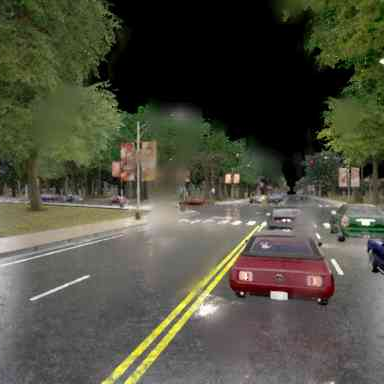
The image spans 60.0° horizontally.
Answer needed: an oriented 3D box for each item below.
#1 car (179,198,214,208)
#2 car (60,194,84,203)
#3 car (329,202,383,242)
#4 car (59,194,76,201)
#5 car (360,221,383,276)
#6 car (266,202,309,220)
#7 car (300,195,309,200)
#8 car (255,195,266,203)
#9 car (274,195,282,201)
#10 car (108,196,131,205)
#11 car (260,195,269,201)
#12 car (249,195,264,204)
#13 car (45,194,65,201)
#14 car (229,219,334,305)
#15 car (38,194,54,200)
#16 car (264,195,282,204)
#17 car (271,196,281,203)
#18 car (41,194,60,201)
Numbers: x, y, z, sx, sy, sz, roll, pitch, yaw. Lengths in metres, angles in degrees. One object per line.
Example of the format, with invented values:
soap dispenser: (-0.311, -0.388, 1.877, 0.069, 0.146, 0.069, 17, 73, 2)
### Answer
car: (0.710, 1.531, 47.391, 4.718, 1.301, 1.895, 0, 0, 14)
car: (-22.879, 1.279, 64.496, 4.902, 1.511, 2.128, 0, 0, 40)
car: (8.010, 1.349, 16.197, 2.097, 1.767, 4.553, 0, 0, 17)
car: (-29.463, 1.250, 78.504, 4.674, 1.442, 1.812, 0, 0, 40)
car: (5.432, 1.599, 7.585, 1.895, 1.301, 4.718, 0, 0, 16)
car: (4.872, 1.502, 17.057, 1.837, 1.490, 4.892, 0, 0, 17)
car: (30.400, 1.504, 89.918, 1.837, 1.490, 4.892, 0, 0, 17)
car: (15.073, 1.474, 73.094, 1.882, 1.535, 5.008, 0, 0, 17)
car: (21.292, 1.474, 82.341, 1.882, 1.535, 5.008, 0, 0, 17)
car: (-12.089, 1.381, 55.357, 4.674, 1.442, 1.812, 1, 0, 40)
car: (18.069, 1.521, 82.912, 1.812, 1.442, 4.674, 0, 0, 17)
car: (12.151, 1.543, 63.643, 2.033, 1.411, 5.357, 0, 0, 18)
car: (-31.320, 1.253, 75.820, 4.902, 1.511, 2.128, 0, 0, 40)
car: (2.222, 1.599, 8.185, 1.895, 1.301, 4.718, 0, 0, 17)
car: (-37.337, 1.214, 85.099, 4.674, 1.442, 1.812, 0, 0, 40)
car: (15.228, 1.543, 62.609, 2.033, 1.411, 5.357, 0, 0, 18)
car: (18.267, 1.591, 72.422, 1.895, 1.301, 4.718, 0, 0, 17)
car: (-31.067, 1.219, 71.368, 5.008, 1.535, 1.882, 0, 0, 40)
